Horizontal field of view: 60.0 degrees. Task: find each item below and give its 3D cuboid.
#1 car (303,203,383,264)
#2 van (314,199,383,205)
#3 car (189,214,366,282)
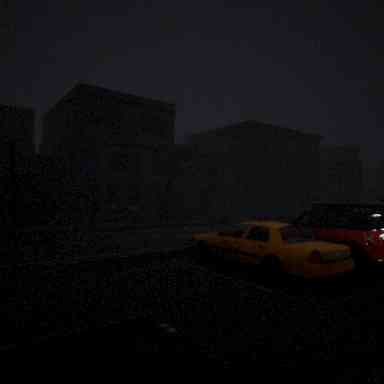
[{"bbox_3d":[4.480,1.414,11.541,2.185,1.767,4.553,1,0,-35],"label":"car"},{"bbox_3d":[7.003,1.352,13.236,1.878,1.987,4.442,1,-1,-36],"label":"van"},{"bbox_3d":[1.978,1.512,10.022,1.946,1.575,5.366,1,0,-35],"label":"car"}]
